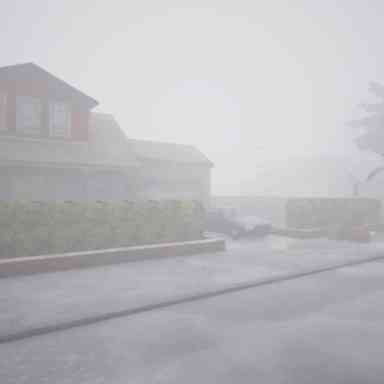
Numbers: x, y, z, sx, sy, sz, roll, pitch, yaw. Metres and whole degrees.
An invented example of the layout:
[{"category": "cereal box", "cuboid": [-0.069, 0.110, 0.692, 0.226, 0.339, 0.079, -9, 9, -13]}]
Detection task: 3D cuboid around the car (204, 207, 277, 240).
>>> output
[{"category": "car", "cuboid": [1.691, 1.445, 16.591, 2.033, 1.415, 5.357, 1, 0, -33]}]
